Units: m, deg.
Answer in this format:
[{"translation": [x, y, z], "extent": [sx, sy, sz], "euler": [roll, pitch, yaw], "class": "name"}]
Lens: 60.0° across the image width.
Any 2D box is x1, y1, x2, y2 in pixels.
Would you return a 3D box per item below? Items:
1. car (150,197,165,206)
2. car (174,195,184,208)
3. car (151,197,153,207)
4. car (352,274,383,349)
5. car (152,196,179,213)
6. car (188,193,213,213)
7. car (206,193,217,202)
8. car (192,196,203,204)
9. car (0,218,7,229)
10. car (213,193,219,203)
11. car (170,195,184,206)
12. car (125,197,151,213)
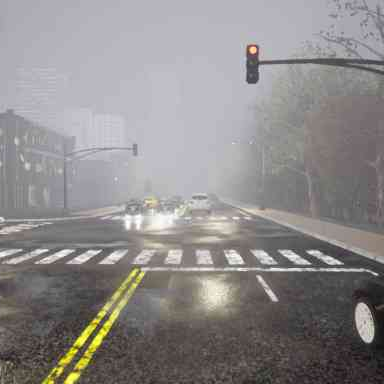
[{"translation": [-5.716, 1.544, 55.927], "extent": [1.994, 1.385, 4.181], "euler": [0, 0, 2], "class": "car"}, {"translation": [-2.631, 1.476, 46.199], "extent": [2.128, 1.511, 4.902], "euler": [0, 0, 1], "class": "car"}, {"translation": [-5.886, 1.462, 45.876], "extent": [1.882, 1.535, 5.008], "euler": [0, 0, 1], "class": "car"}, {"translation": [3.396, 1.477, 3.207], "extent": [1.882, 1.535, 5.008], "euler": [0, 0, 1], "class": "car"}, {"translation": [-2.831, 1.480, 36.692], "extent": [2.128, 1.511, 4.902], "euler": [0, 0, -2], "class": "car"}, {"translation": [0.763, 1.212, 36.124], "extent": [2.150, 2.045, 5.566], "euler": [0, 0, 0], "class": "car"}, {"translation": [4.419, 1.194, 76.625], "extent": [2.150, 2.045, 5.566], "euler": [0, 0, 1], "class": "car"}, {"translation": [1.120, 1.523, 66.715], "extent": [2.033, 1.411, 5.357], "euler": [0, 0, 1], "class": "car"}, {"translation": [-12.858, 1.729, 18.347], "extent": [4.718, 1.301, 1.895], "euler": [-1, 0, 6], "class": "car"}, {"translation": [4.359, 1.480, 66.162], "extent": [1.837, 1.490, 4.892], "euler": [0, 0, 1], "class": "car"}, {"translation": [-2.473, 1.332, 56.490], "extent": [2.097, 1.767, 4.553], "euler": [0, 0, 1], "class": "car"}, {"translation": [-6.048, 1.480, 36.364], "extent": [2.128, 1.511, 4.902], "euler": [0, 0, -1], "class": "car"}]
